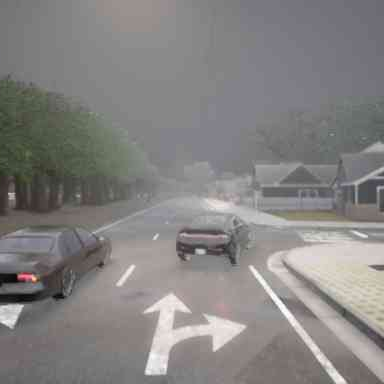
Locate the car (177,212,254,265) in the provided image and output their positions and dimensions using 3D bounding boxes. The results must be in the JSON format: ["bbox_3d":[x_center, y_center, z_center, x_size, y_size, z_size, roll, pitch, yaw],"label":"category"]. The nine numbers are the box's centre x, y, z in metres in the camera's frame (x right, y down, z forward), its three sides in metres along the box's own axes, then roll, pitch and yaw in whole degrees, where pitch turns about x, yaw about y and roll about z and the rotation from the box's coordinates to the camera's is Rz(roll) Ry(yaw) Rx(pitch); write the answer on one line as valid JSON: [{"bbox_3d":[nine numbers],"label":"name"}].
[{"bbox_3d":[0.959,1.459,11.677,2.128,1.511,4.902,0,0,17],"label":"car"}]

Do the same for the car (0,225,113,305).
[{"bbox_3d":[-3.465,1.527,8.288,2.033,1.411,5.357,0,0,1],"label":"car"}]
